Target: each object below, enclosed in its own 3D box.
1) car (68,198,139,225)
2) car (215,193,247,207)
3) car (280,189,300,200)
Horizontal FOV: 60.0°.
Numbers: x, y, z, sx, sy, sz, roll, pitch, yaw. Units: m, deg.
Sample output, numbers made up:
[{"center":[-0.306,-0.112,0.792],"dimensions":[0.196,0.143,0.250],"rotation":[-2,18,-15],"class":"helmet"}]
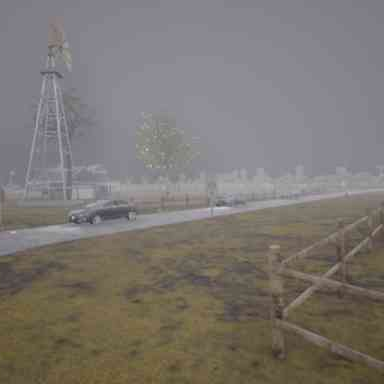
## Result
[{"center":[-5.492,1.185,21.167],"dimensions":[1.837,1.490,4.892],"rotation":[-2,1,35],"class":"car"},{"center":[4.080,0.837,34.686],"dimensions":[1.994,1.385,4.181],"rotation":[-2,1,35],"class":"car"},{"center":[14.620,0.400,49.425],"dimensions":[1.837,1.490,4.892],"rotation":[-2,0,35],"class":"car"}]
